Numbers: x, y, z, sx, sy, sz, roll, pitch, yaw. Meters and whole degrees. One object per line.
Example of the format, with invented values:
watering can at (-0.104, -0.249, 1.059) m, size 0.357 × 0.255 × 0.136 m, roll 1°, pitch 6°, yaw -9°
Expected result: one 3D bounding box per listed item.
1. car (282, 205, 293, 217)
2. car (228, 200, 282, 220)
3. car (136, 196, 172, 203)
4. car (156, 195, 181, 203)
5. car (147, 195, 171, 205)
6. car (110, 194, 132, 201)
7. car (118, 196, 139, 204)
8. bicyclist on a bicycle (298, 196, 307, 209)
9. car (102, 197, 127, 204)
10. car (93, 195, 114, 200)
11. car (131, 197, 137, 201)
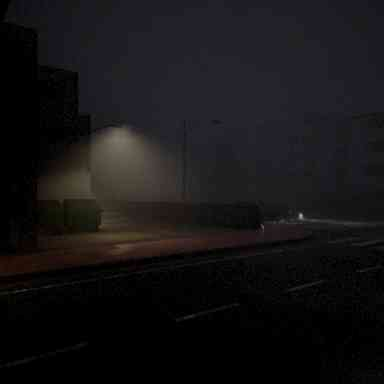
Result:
car at (6.898, 1.491, 30.293) m, size 2.128 × 1.511 × 4.902 m, roll 0°, pitch 0°, yaw -36°
car at (4.600, 1.478, 27.491) m, size 1.882 × 1.535 × 5.008 m, roll 0°, pitch 0°, yaw -36°
car at (-4.631, 1.564, 40.359) m, size 1.994 × 1.385 × 4.181 m, roll 0°, pitch 0°, yaw -36°
car at (-2.736, 1.505, 43.721) m, size 1.837 × 1.490 × 4.892 m, roll 0°, pitch 0°, yaw -36°
car at (-5.893, 1.352, 59.523) m, size 2.097 × 1.767 × 4.553 m, roll 0°, pitch 0°, yaw -41°
car at (-12.803, 1.161, 56.985) m, size 4.553 × 1.767 × 2.097 m, roll 0°, pitch 0°, yaw 45°
car at (-12.648, 1.564, 66.138) m, size 4.181 × 1.385 × 1.994 m, roll 0°, pitch 0°, yaw 38°
bicyclist on a bicycle at (13.348, 1.300, 40.151) m, size 1.656 × 1.620 × 0.582 m, roll 0°, pitch 0°, yaw -36°
car at (-14.860, 1.601, 63.418) m, size 4.718 × 1.301 × 1.895 m, roll 0°, pitch 0°, yaw 34°
car at (-15.233, 1.668, 54.465) m, size 4.718 × 1.301 × 1.895 m, roll 0°, pitch 0°, yaw 45°
car at (-8.024, 1.564, 56.699) m, size 1.994 × 1.385 × 4.181 m, roll 0°, pitch 0°, yaw -40°
